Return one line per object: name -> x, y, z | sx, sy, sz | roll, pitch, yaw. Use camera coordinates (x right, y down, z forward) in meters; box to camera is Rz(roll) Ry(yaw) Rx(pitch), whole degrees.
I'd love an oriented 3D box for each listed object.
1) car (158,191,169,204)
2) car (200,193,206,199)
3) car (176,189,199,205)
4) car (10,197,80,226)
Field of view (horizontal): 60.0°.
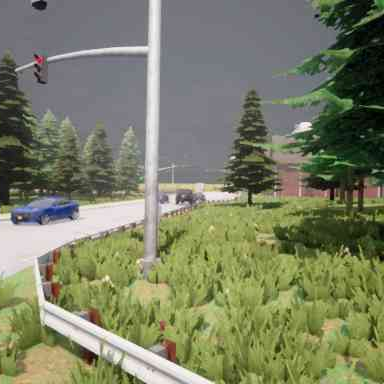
car -> -4.459, 0.674, 44.230 | 2.097, 1.767, 4.553 | 1, 1, 9
car -> 1.241, 0.786, 57.384 | 2.033, 1.411, 5.357 | 1, 1, 9
car -> -0.695, 0.620, 44.496 | 2.150, 2.045, 5.566 | 1, 1, 8
car -> -8.735, 1.081, 20.219 | 1.882, 1.535, 5.008 | 1, 1, 11
